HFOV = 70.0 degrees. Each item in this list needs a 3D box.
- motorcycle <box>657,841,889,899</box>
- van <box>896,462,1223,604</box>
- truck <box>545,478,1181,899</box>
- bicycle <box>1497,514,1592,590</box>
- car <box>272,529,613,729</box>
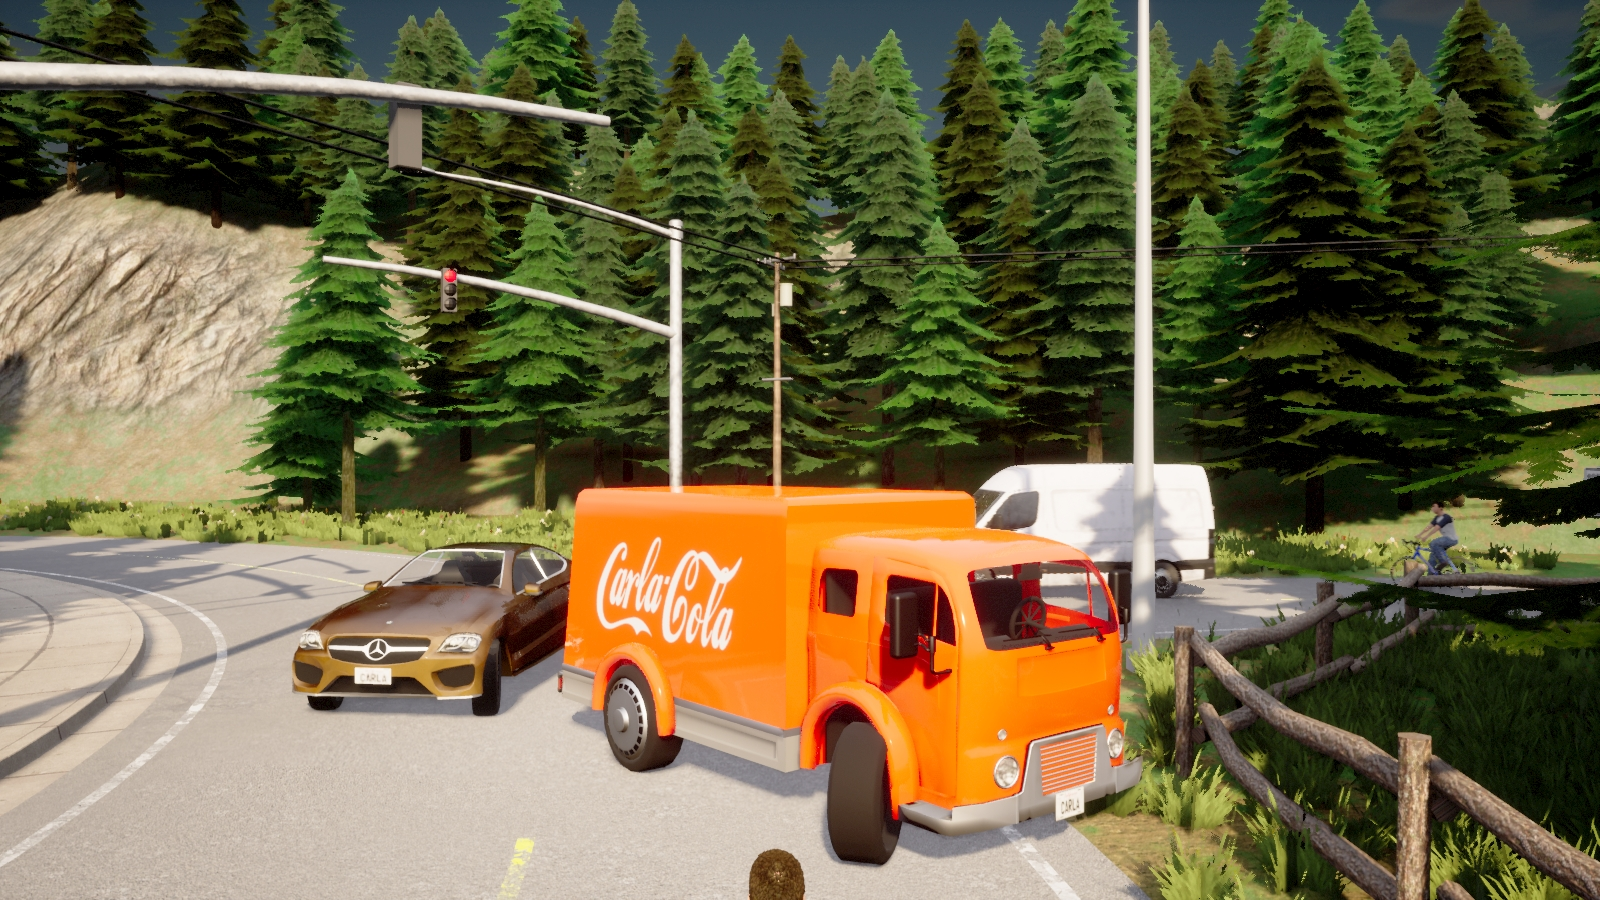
[{"bbox_3d":[-0.074,2.159,3.526,0.803,1.199,2.033,0,0,-2],"label":"motorcycle"},{"bbox_3d":[4.997,1.535,22.338,5.915,2.561,1.988,0,0,-9],"label":"van"},{"bbox_3d":[0.202,1.542,9.769,2.627,2.467,5.204,0,0,-39],"label":"truck"},{"bbox_3d":[15.075,2.056,23.147,1.643,1.496,0.373,0,1,4],"label":"bicycle"},{"bbox_3d":[-4.038,1.970,14.038,2.152,1.651,5.027,0,0,6],"label":"car"}]
